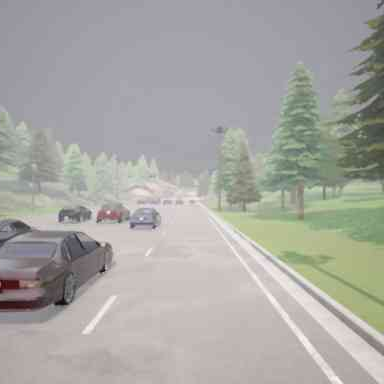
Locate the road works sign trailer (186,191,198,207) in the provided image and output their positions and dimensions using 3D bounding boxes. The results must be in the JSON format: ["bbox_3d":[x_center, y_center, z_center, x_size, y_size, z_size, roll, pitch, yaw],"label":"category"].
[{"bbox_3d":[0.037,1.475,74.188,2.380,3.560,2.880,0,-1,0],"label":"road works sign trailer"}]

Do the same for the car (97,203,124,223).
[{"bbox_3d":[-6.889,1.755,29.580,2.097,1.767,4.553,0,-1,0],"label":"car"}]

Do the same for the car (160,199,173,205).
[{"bbox_3d":[-6.955,2.731,91.032,1.837,1.490,4.892,0,-1,0],"label":"car"}]

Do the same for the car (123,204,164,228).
[{"bbox_3d":[-3.393,1.887,24.849,2.033,1.411,5.357,0,-1,0],"label":"car"}]

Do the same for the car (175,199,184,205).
[{"bbox_3d":[-3.454,2.598,91.836,2.097,1.767,4.553,0,-1,0],"label":"car"}]

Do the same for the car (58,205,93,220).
[{"bbox_3d":[-10.389,1.912,29.906,1.837,1.490,4.892,0,-1,0],"label":"car"}]

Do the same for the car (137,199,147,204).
[{"bbox_3d":[-13.954,2.597,91.841,2.097,1.767,4.553,0,-1,0],"label":"car"}]

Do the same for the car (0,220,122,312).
[{"bbox_3d":[-3.406,1.661,8.203,2.033,1.411,5.357,0,-1,0],"label":"car"}]

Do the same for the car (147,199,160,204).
[{"bbox_3d":[-10.454,2.720,91.867,1.882,1.535,5.008,0,-1,0],"label":"car"}]

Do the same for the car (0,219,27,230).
[{"bbox_3d":[-6.905,1.690,12.033,1.812,1.442,4.674,0,-1,0],"label":"car"}]
